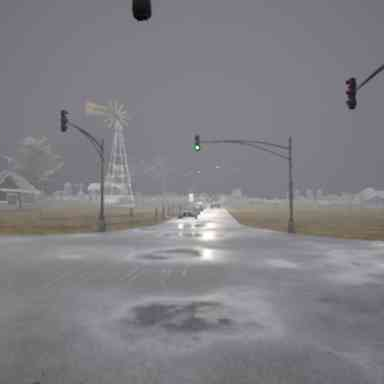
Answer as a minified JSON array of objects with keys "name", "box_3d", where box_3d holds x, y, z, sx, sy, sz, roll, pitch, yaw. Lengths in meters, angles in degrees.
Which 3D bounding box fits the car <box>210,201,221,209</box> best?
[{"name":"car","box_3d":[4.495,2.545,63.438,1.837,1.490,4.892,0,-1,4]}]

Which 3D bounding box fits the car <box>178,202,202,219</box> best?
[{"name":"car","box_3d":[-0.355,2.107,34.895,1.994,1.385,4.181,0,-1,4]}]

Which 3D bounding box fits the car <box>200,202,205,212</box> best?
[{"name":"car","box_3d":[0.224,2.184,43.618,2.128,1.511,4.902,0,-1,4]}]

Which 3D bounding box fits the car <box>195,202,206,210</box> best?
[{"name":"car","box_3d":[1.683,2.617,64.151,2.033,1.411,5.357,0,-1,4]}]

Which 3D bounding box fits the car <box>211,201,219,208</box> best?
[{"name":"car","box_3d":[5.083,2.768,73.803,1.812,1.442,4.674,0,-1,4]}]
